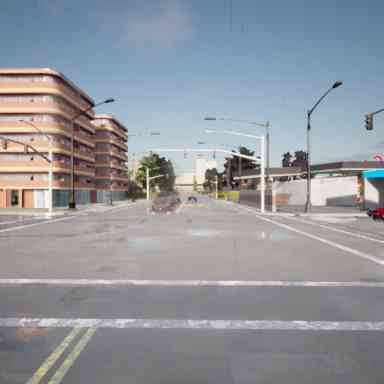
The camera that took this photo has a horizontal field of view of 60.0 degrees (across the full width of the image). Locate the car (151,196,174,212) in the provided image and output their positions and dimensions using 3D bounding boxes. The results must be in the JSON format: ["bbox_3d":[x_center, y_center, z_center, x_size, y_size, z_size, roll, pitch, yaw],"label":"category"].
[{"bbox_3d":[-3.515,1.352,38.722,2.097,1.767,4.553,0,0,-1],"label":"car"}]

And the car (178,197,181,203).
[{"bbox_3d":[-3.500,1.505,60.805,1.837,1.490,4.892,0,0,0],"label":"car"}]

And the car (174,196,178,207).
[{"bbox_3d":[-3.536,1.601,49.918,1.895,1.301,4.718,0,0,0],"label":"car"}]

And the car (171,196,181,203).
[{"bbox_3d":[-3.423,1.595,70.779,1.895,1.301,4.718,0,0,0],"label":"car"}]

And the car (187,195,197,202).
[{"bbox_3d":[0.077,1.339,70.824,1.812,1.442,4.674,0,0,0],"label":"car"}]

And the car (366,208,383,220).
[{"bbox_3d":[16.564,1.601,26.430,4.718,1.301,1.895,0,0,1],"label":"car"}]
